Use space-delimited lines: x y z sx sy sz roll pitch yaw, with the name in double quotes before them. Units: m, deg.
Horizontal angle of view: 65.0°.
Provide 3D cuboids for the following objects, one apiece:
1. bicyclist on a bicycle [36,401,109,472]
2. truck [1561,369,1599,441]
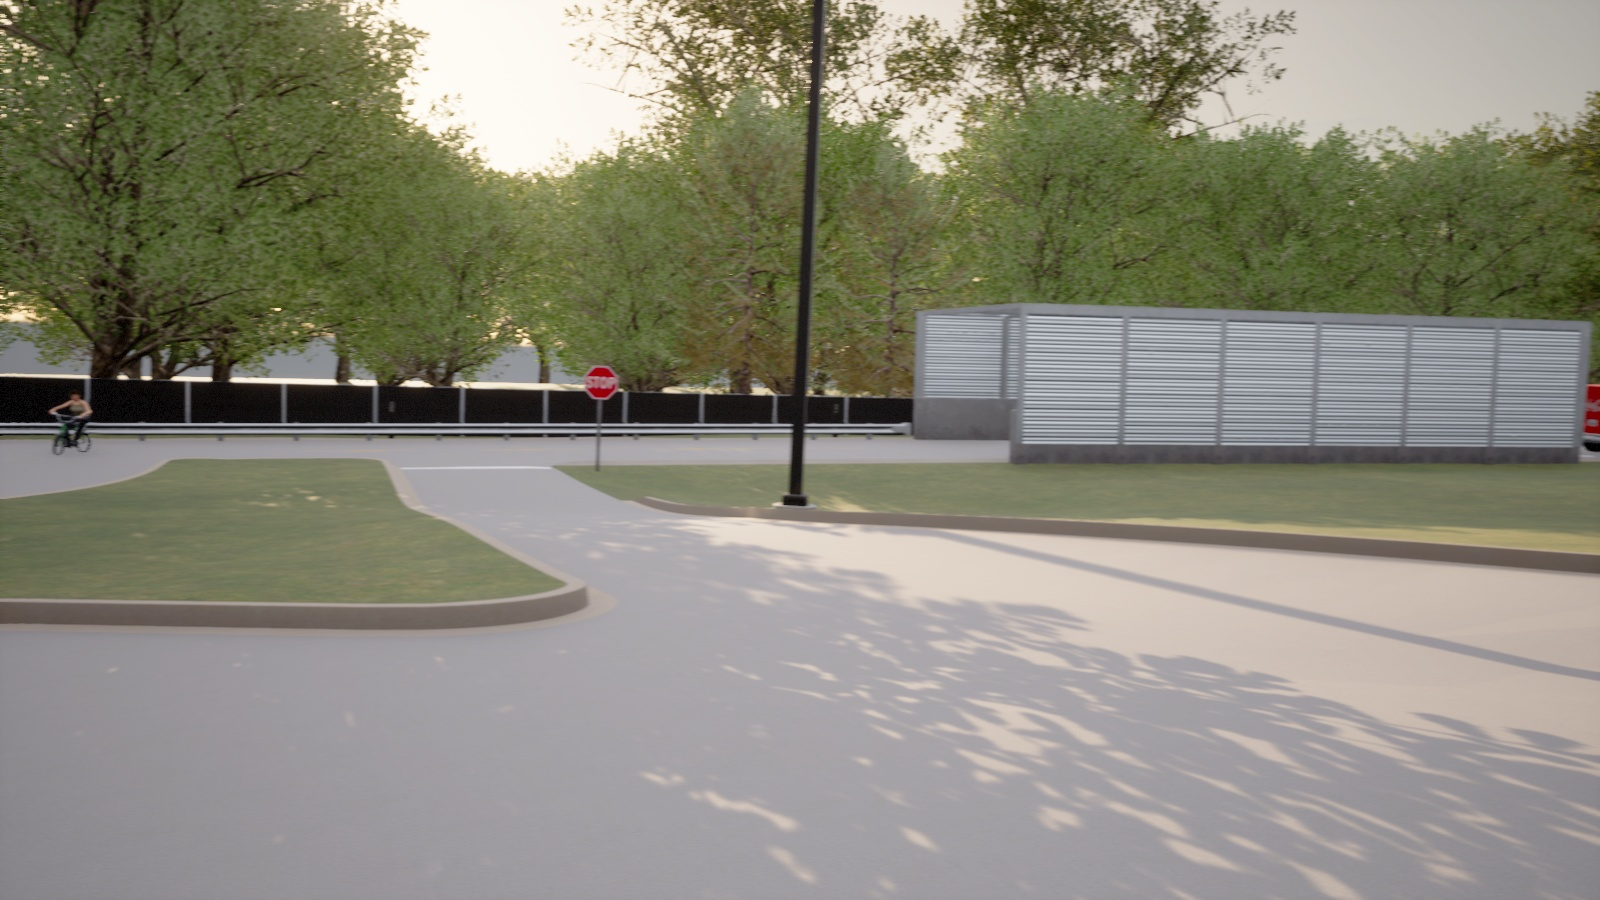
"bicyclist on a bicycle" -18.014 -0.359 31.136 0.866 1.612 1.509 3 4 3
"truck" 30.190 -1.603 44.399 5.204 2.467 2.627 -1 5 -14
